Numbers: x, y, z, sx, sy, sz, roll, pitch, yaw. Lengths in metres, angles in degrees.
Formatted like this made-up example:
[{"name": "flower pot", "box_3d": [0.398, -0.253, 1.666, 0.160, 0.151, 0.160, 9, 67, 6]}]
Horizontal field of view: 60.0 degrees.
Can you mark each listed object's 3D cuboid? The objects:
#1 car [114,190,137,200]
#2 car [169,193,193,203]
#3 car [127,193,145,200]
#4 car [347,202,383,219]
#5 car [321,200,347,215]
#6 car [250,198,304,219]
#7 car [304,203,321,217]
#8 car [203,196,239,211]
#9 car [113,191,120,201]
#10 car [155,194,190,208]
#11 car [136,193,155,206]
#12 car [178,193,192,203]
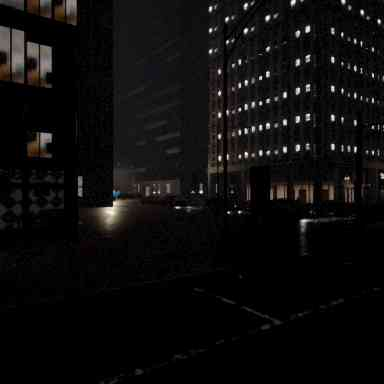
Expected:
[{"name": "car", "box_3d": [-13.275, 0.786, 65.980, 1.882, 1.535, 5.008, 0, 1, -36]}, {"name": "car", "box_3d": [-1.855, 0.926, 54.351, 1.967, 1.590, 4.097, 1, 0, -35]}, {"name": "car", "box_3d": [-11.498, 0.864, 67.799, 1.947, 1.339, 4.313, 1, 0, -36]}, {"name": "car", "box_3d": [14.259, 1.433, 24.763, 1.994, 1.385, 4.181, -1, 1, -40]}, {"name": "car", "box_3d": [13.037, 1.377, 31.249, 1.802, 1.307, 4.206, 1, 0, -32]}, {"name": "car", "box_3d": [6.417, 1.399, 26.558, 1.802, 1.307, 4.206, 1, 0, -32]}, {"name": "car", "box_3d": [8.182, 1.309, 28.499, 1.837, 1.490, 4.892, 0, 1, -32]}, {"name": "car", "box_3d": [3.164, 1.189, 36.463, 2.128, 1.511, 4.902, 0, 1, -32]}, {"name": "car", "box_3d": [-14.969, 0.919, 58.893, 1.887, 1.381, 4.507, 1, 0, -35]}, {"name": "car", "box_3d": [-2.477, 1.211, 40.515, 1.802, 1.307, 4.206, 1, 0, -33]}, {"name": "car", "box_3d": [-5.425, 1.094, 45.011, 1.752, 1.417, 4.829, 1, 0, -33]}, {"name": "car", "box_3d": [-2.444, 1.058, 45.176, 1.882, 1.535, 5.008, 0, 1, -34]}]
